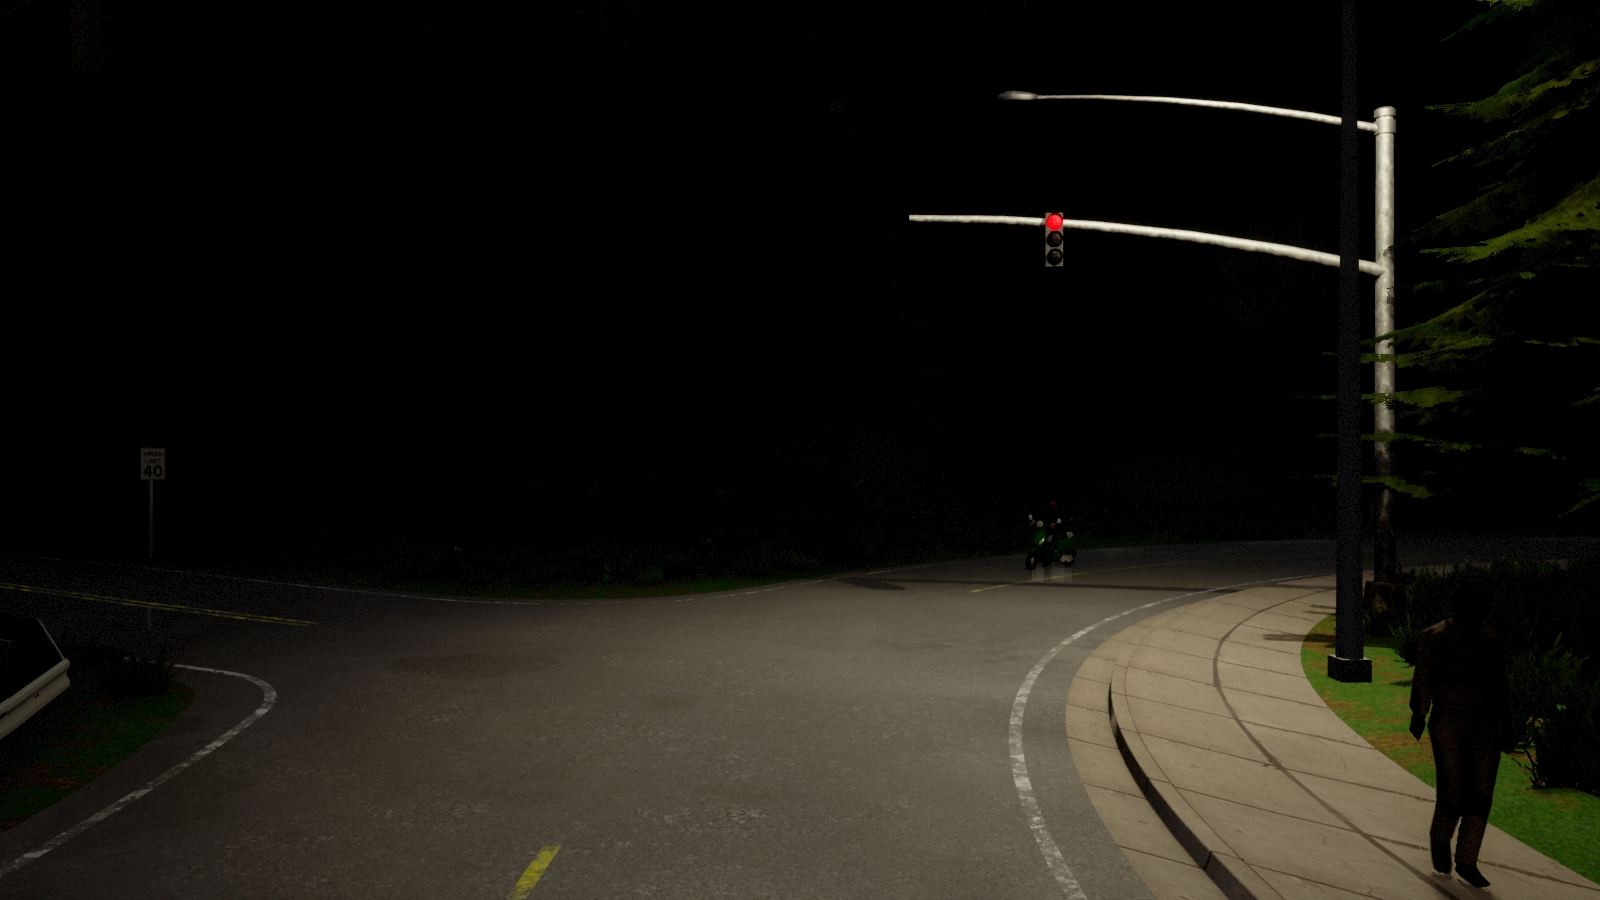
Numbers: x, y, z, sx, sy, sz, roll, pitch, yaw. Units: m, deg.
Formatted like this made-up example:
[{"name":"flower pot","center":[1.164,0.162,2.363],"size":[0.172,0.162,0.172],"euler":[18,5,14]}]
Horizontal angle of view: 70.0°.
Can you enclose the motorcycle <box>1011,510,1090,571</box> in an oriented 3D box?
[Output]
[{"name":"motorcycle","center":[5.937,2.115,27.011],"size":[1.805,1.316,0.856],"euler":[0,0,-37]}]

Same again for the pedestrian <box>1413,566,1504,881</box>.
[{"name":"pedestrian","center":[4.090,1.671,7.110],"size":[0.375,1.860,0.375],"euler":[0,0,7]}]
